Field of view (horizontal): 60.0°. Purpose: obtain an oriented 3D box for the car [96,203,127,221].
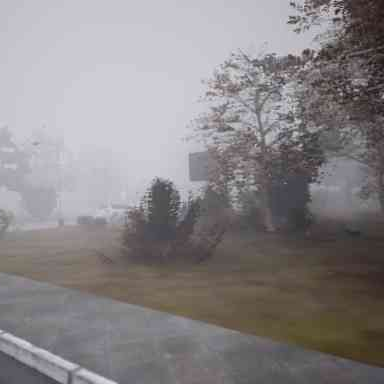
[{"bbox_3d":[-8.830,2.383,39.593,2.150,2.045,5.566,-4,-3,32],"label":"car"}]
